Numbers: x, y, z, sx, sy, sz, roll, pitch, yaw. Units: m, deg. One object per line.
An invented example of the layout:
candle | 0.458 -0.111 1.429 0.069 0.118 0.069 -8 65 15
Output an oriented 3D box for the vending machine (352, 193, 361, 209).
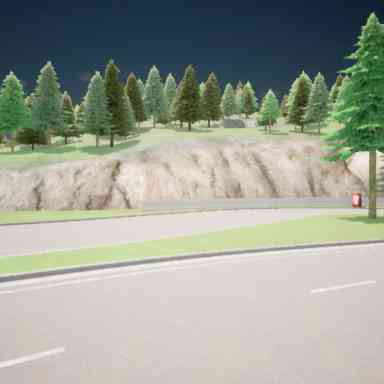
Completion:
vending machine | 22.230 1.176 44.915 0.880 2.100 1.100 0 0 16
